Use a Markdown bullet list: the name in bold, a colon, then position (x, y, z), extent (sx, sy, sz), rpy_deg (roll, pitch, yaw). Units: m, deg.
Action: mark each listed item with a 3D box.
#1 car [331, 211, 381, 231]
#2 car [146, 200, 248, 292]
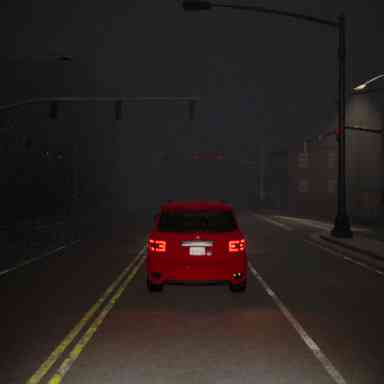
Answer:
- **car**: position (15.046, 2.442, 29.651), extent (4.902, 1.511, 2.128), rpy_deg (9, 0, 0)
- **car**: position (0.102, 1.225, 9.054), extent (2.150, 2.045, 5.566), rpy_deg (0, 0, 0)
